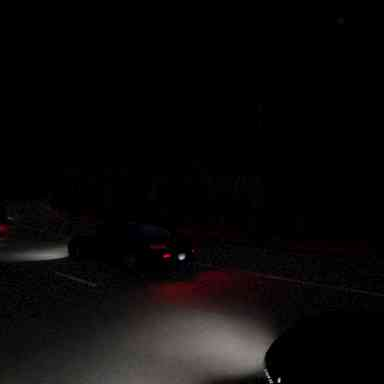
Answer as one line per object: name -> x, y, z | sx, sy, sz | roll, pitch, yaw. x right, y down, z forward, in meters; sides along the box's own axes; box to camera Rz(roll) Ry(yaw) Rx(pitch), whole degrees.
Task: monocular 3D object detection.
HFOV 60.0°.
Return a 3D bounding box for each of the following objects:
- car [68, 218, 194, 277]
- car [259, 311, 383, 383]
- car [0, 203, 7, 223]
car -> -2.014, 1.544, 10.377 | 4.674, 1.442, 1.812 | 0, 0, 41
car -> 2.841, 1.517, 2.104 | 4.892, 1.490, 1.837 | 0, 0, 35
car -> -15.006, 1.517, 24.747 | 1.837, 1.490, 4.892 | 0, 0, -36
